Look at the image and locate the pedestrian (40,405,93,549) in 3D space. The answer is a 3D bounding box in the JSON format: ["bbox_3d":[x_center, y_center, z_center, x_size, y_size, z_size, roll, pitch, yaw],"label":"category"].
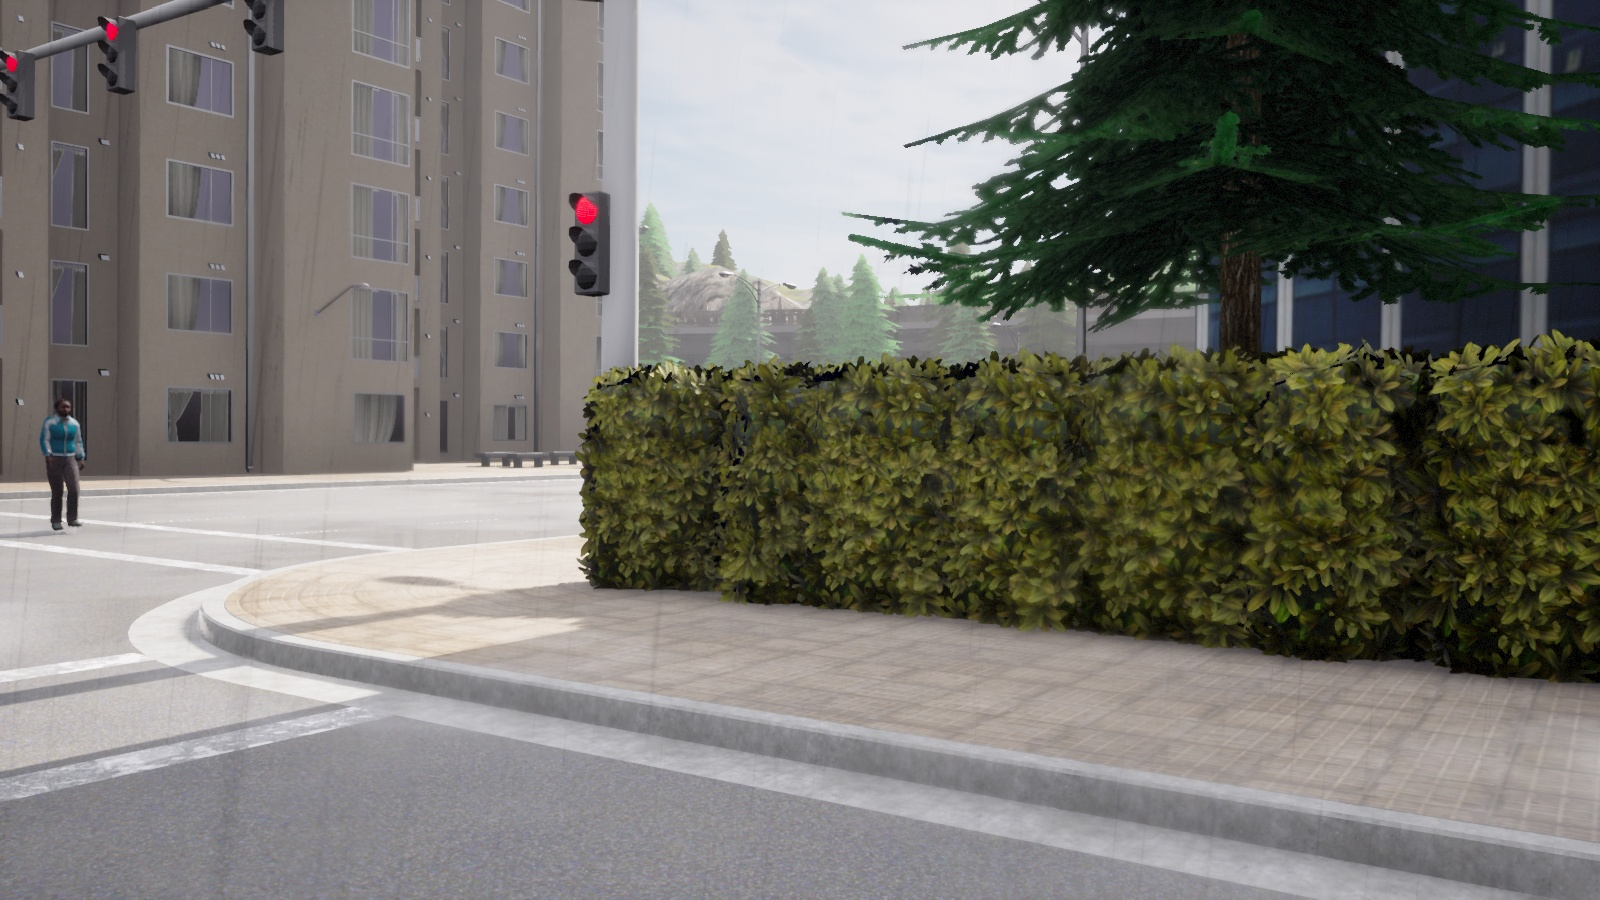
[{"bbox_3d":[-9.995,0.357,17.118,0.692,1.930,0.396,0,1,41],"label":"pedestrian"}]
